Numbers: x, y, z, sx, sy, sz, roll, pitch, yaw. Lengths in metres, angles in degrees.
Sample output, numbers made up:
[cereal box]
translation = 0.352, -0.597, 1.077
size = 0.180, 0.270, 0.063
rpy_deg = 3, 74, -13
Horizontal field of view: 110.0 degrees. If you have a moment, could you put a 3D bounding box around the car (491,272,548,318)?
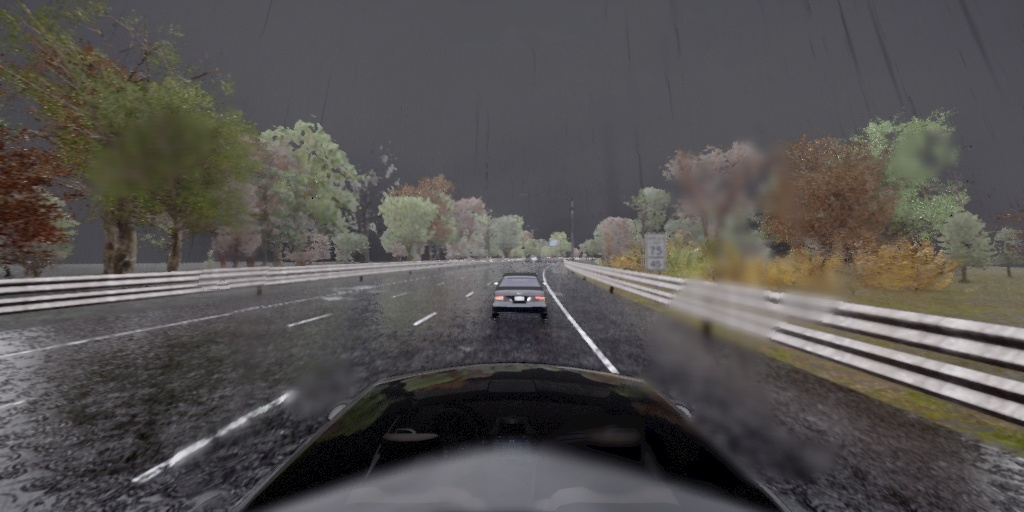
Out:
[car]
translation = 0.302, 1.300, 13.067
size = 2.033, 1.411, 5.357
rpy_deg = 0, 0, 2
